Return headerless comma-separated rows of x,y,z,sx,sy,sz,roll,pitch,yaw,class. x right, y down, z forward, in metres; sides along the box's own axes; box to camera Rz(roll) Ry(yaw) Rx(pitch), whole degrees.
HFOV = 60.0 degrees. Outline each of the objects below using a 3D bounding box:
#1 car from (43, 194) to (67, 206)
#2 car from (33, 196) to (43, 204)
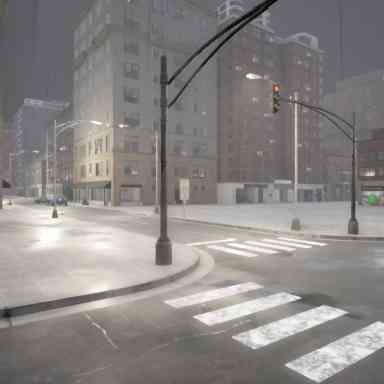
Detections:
-19.661,1.119,48.181,2.097,1.767,4.553,0,0,-36,car
-25.456,1.287,56.294,1.994,1.385,4.181,0,0,-36,car
